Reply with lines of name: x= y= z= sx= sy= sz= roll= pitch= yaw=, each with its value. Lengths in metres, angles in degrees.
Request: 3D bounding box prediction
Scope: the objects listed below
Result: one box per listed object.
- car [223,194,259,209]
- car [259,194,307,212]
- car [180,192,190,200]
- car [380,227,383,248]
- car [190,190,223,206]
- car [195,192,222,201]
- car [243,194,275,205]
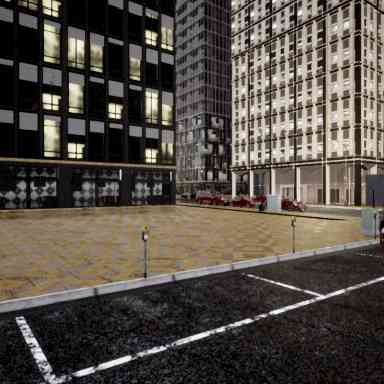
car: x=5.711 y=1.105 z=36.456 sx=1.802 sy=1.307 sz=4.206 roll=1 pitch=0 yaw=-36
car: x=8.963 y=1.071 z=31.926 sx=1.967 sy=1.590 sz=4.097 roll=1 pitch=0 yaw=-36
car: x=-0.511 y=0.647 z=59.516 sx=1.947 sy=1.339 sz=4.313 roll=1 pitch=0 yaw=-36
car: x=9.155 y=1.441 z=13.094 sx=4.097 sy=1.590 sz=1.967 roll=0 pitch=0 yaw=-36
car: x=2.470 y=0.731 z=40.985 sx=2.192 sy=1.841 sz=5.009 roll=1 pitch=0 yaw=-36
car: x=2.641 y=0.710 z=55.122 sx=1.752 sy=1.417 sz=4.829 roll=1 pitch=0 yaw=-36
car: x=9.237 y=0.985 z=45.919 sx=1.802 sy=1.307 sz=4.206 roll=1 pitch=0 yaw=-36
